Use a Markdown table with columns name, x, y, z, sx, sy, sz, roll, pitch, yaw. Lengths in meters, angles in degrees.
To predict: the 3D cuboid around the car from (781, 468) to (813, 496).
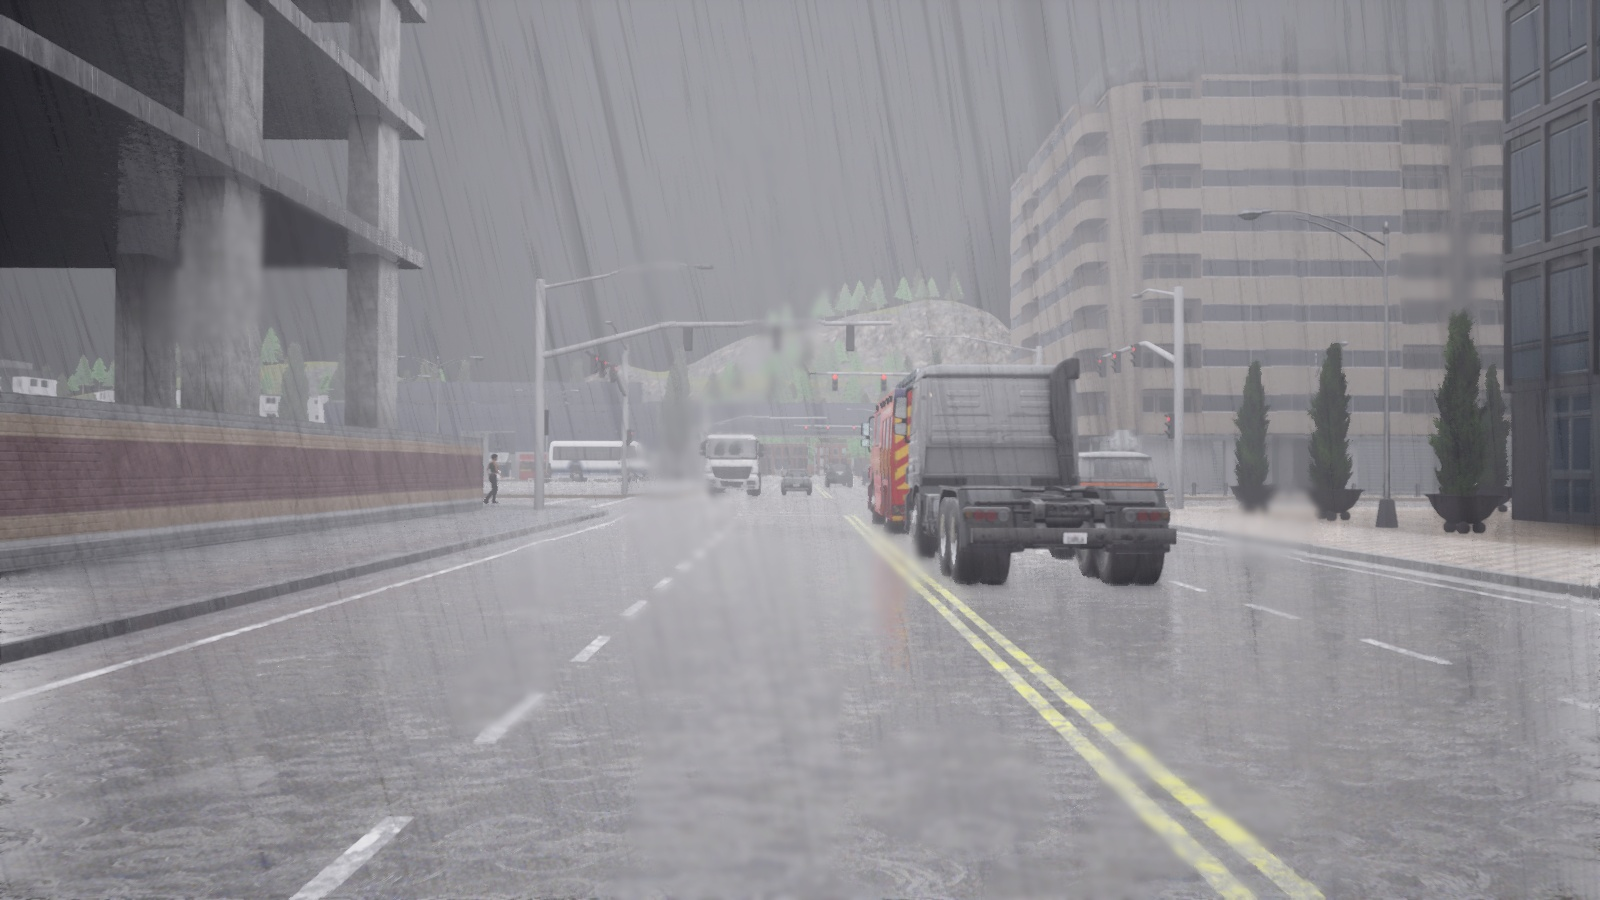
| name | x | y | z | sx | sy | sz | roll | pitch | yaw |
| --- | --- | --- | --- | --- | --- | --- | --- | --- | --- |
| car | -0.184 | 1.869 | 73.713 | 1.789 | 1.549 | 3.705 | 0 | -1 | 0 |

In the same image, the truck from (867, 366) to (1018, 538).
| name | x | y | z | sx | sy | sz | roll | pitch | yaw |
| --- | --- | --- | --- | --- | --- | --- | --- | --- | --- |
| truck | 3.415 | 0.105 | 32.324 | 2.891 | 3.827 | 8.468 | 0 | -1 | 0 |

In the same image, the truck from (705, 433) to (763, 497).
| name | x | y | z | sx | sy | sz | roll | pitch | yaw |
| --- | --- | --- | --- | --- | --- | --- | --- | --- | --- |
| truck | -3.683 | 0.898 | 72.018 | 2.891 | 3.462 | 7.936 | 0 | -1 | 0 |

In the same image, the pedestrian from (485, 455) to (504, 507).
| name | x | y | z | sx | sy | sz | roll | pitch | yaw |
| --- | --- | --- | --- | --- | --- | --- | --- | --- | --- |
| pedestrian | -11.010 | 1.114 | 45.257 | 0.594 | 1.836 | 0.345 | 0 | -1 | -40 |

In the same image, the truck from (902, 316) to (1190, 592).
| name | x | y | z | sx | sy | sz | roll | pitch | yaw |
| --- | --- | --- | --- | --- | --- | --- | --- | --- | --- |
| truck | 3.418 | 0.105 | 19.761 | 2.891 | 3.462 | 7.936 | 0 | -1 | 0 |

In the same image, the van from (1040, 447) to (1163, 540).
| name | x | y | z | sx | sy | sz | roll | pitch | yaw |
| --- | --- | --- | --- | --- | --- | --- | --- | --- | --- |
| van | 6.926 | 0.963 | 29.265 | 1.775 | 1.987 | 4.442 | 0 | -1 | 0 |
